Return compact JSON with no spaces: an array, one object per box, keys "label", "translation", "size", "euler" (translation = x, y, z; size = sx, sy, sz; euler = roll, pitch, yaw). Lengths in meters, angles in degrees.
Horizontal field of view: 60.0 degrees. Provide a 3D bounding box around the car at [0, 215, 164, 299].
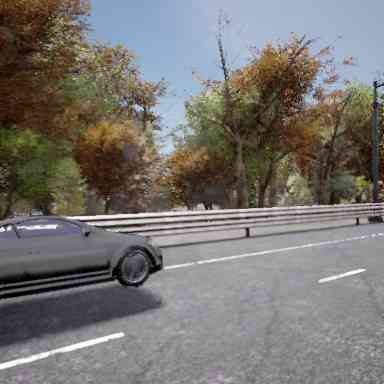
[{"label":"car","translation":[-2.642,1.119,6.189],"size":[4.181,1.385,1.994],"euler":[0,-4,-36]}]
